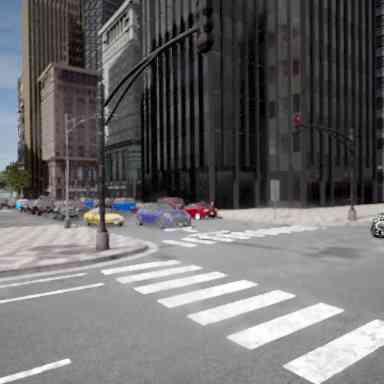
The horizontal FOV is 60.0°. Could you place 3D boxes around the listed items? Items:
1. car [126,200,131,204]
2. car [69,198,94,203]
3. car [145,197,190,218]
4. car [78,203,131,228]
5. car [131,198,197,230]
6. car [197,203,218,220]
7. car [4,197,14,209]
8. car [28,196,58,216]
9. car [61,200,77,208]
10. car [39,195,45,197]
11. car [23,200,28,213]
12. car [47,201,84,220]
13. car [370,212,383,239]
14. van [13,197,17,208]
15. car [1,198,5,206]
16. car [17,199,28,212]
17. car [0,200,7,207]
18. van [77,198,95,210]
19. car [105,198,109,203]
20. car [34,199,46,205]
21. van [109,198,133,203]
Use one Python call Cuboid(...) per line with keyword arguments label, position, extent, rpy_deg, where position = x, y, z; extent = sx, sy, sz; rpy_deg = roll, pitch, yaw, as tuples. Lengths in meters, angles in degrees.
Cuboid(label="car", position=(-5.520, 1.830, 37.634), extent=(1.802, 1.307, 4.206), rpy_deg=(-2, 0, -35))
Cuboid(label="car", position=(-13.472, 1.760, 38.690), extent=(2.097, 1.767, 4.553), rpy_deg=(-1, 0, -35))
Cuboid(label="car", position=(-2.580, 1.494, 33.488), extent=(2.192, 1.841, 5.009), rpy_deg=(-2, 0, -35))
Cuboid(label="car", position=(-6.473, 1.756, 24.262), extent=(1.752, 1.417, 4.829), rpy_deg=(-2, 0, -35))
Cuboid(label="car", position=(-2.026, 1.491, 22.654), extent=(2.097, 1.767, 4.553), rpy_deg=(-1, 0, -36))
Cuboid(label="car", position=(0.376, 1.653, 29.343), extent=(1.887, 1.381, 4.507), rpy_deg=(-2, 0, -35))
Cuboid(label="car", position=(-32.209, 2.271, 60.347), extent=(1.967, 1.590, 4.097), rpy_deg=(-2, 0, -35))
Cuboid(label="car", position=(-17.925, 1.816, 40.311), extent=(2.192, 1.841, 5.009), rpy_deg=(-2, 0, -35))
Cuboid(label="car", position=(-22.956, 2.236, 62.060), extent=(1.802, 1.307, 4.206), rpy_deg=(-2, 0, -35))
Cuboid(label="car", position=(-22.368, 1.456, 51.309), extent=(2.150, 2.045, 5.566), rpy_deg=(-1, 0, -36))
Cuboid(label="car", position=(-20.755, 2.111, 44.290), extent=(1.887, 1.381, 4.507), rpy_deg=(-2, 0, -35))
Cuboid(label="car", position=(-12.245, 1.918, 32.356), extent=(2.008, 1.369, 4.403), rpy_deg=(-2, 0, -35))
Cuboid(label="car", position=(10.015, 1.126, 14.838), extent=(4.553, 1.767, 2.097), rpy_deg=(0, 0, -35))
Cuboid(label="van", position=(-26.435, 2.039, 52.245), extent=(1.690, 1.788, 3.998), rpy_deg=(-2, 0, -35))
Cuboid(label="car", position=(-41.573, 2.586, 73.483), extent=(1.887, 1.381, 4.507), rpy_deg=(-2, 0, -35))
Cuboid(label="car", position=(-23.595, 2.073, 48.267), extent=(1.967, 1.590, 4.097), rpy_deg=(-2, 0, -35))
Cuboid(label="car", position=(-44.693, 2.691, 77.861), extent=(1.802, 1.307, 4.206), rpy_deg=(-2, 0, -35))
Cuboid(label="van", position=(-17.323, 1.865, 54.214), extent=(1.690, 1.788, 3.998), rpy_deg=(-2, 0, -35))
Cuboid(label="car", position=(-11.426, 1.702, 45.923), extent=(2.192, 1.841, 5.009), rpy_deg=(-2, 0, -35))
Cuboid(label="car", position=(-38.059, 2.542, 83.238), extent=(2.008, 1.369, 4.403), rpy_deg=(-2, 0, -35))
Cuboid(label="van", position=(-8.477, 1.659, 41.778), extent=(1.690, 1.788, 3.998), rpy_deg=(-2, 0, -35))
